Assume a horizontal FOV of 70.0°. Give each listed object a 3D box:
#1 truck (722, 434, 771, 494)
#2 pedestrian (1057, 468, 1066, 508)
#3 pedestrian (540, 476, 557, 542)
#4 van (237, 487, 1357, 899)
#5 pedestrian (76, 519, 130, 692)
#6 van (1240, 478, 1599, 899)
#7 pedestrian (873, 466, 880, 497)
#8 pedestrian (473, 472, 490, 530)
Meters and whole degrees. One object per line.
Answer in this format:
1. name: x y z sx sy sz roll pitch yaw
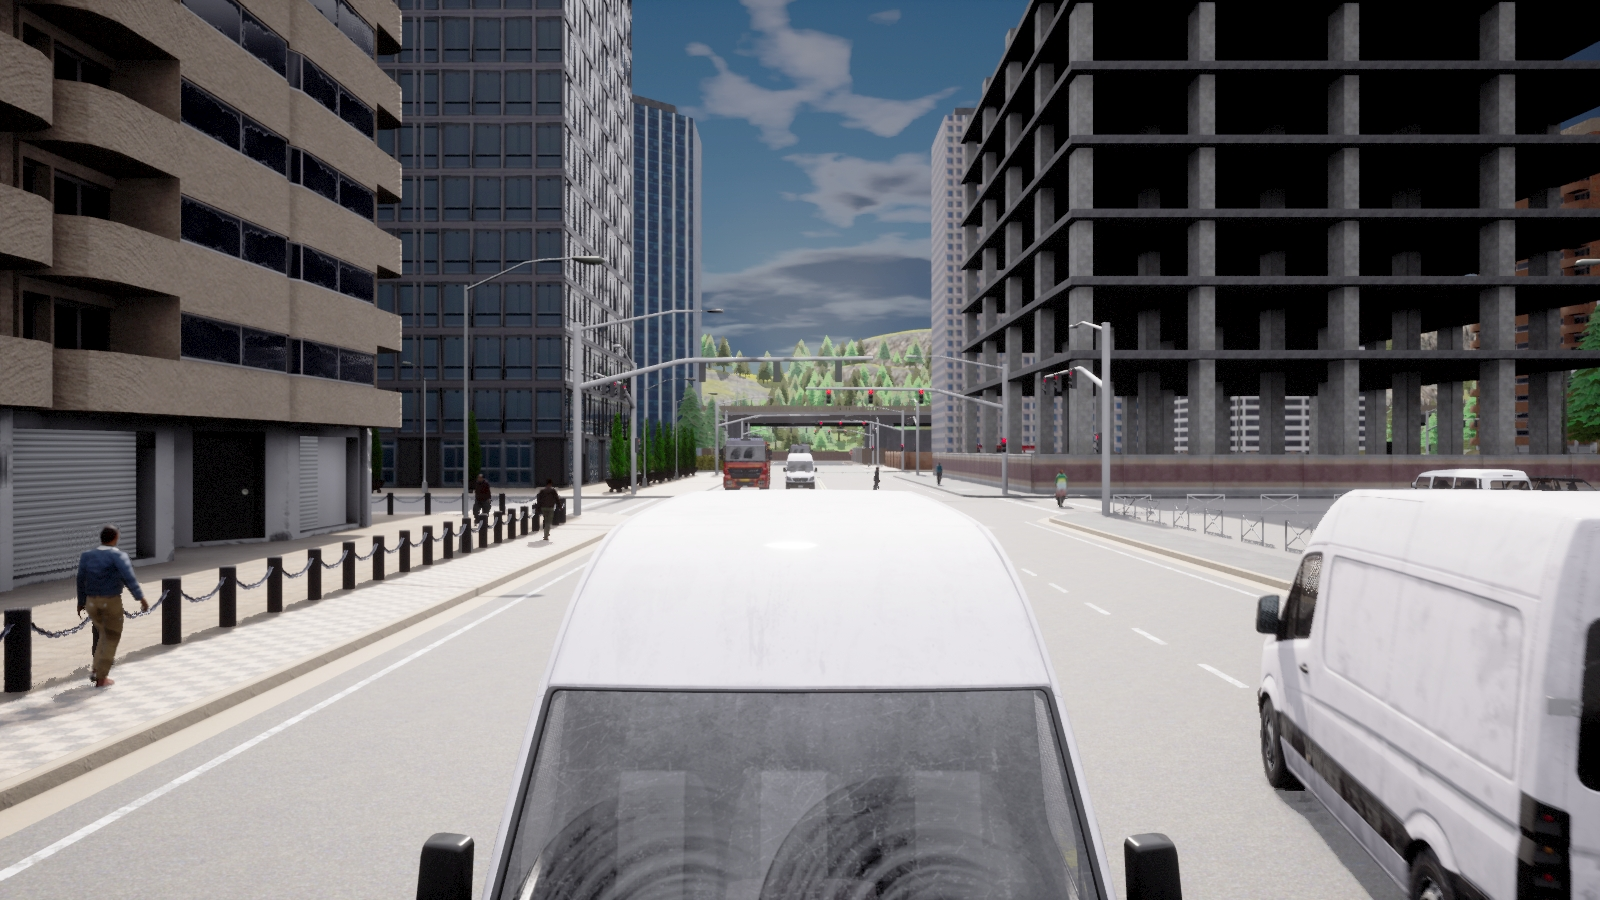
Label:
1. truck: -3.496 0.891 77.013 2.891 3.827 8.468 0 0 0
2. pedestrian: 12.368 1.793 54.065 0.375 1.860 0.375 0 0 7
3. pedestrian: -7.259 1.697 32.939 0.375 1.860 0.375 0 0 7
4. van: -0.002 1.534 4.985 1.988 2.561 5.915 0 0 0
5. pedestrian: -7.698 1.699 12.626 0.375 1.860 0.375 0 0 1
6. van: 4.529 1.534 7.474 1.988 2.561 5.915 0 0 10
7. pedestrian: 4.509 1.849 67.381 0.375 1.860 0.375 0 0 2
8. pedestrian: -10.398 1.649 37.291 0.375 1.860 0.375 0 0 20
